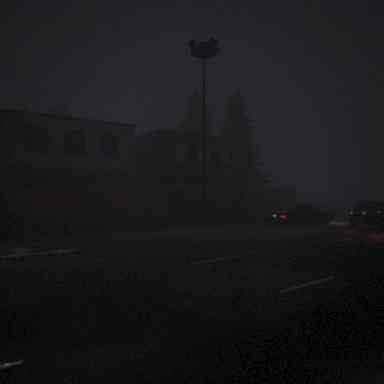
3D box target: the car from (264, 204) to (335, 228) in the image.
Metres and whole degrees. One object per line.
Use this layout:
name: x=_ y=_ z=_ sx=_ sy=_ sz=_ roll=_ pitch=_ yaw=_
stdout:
car: x=7.053 y=1.488 z=21.674 sx=5.357 sy=1.411 sz=2.033 roll=0 pitch=0 yaw=-35

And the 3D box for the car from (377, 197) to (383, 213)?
car: x=21.458 y=1.368 z=35.889 sx=2.128 sy=1.511 sz=4.902 roll=0 pitch=0 yaw=34

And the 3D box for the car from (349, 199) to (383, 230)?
car: x=11.875 y=1.282 z=20.814 sx=4.553 sy=1.767 sz=2.097 roll=0 pitch=0 yaw=-36
